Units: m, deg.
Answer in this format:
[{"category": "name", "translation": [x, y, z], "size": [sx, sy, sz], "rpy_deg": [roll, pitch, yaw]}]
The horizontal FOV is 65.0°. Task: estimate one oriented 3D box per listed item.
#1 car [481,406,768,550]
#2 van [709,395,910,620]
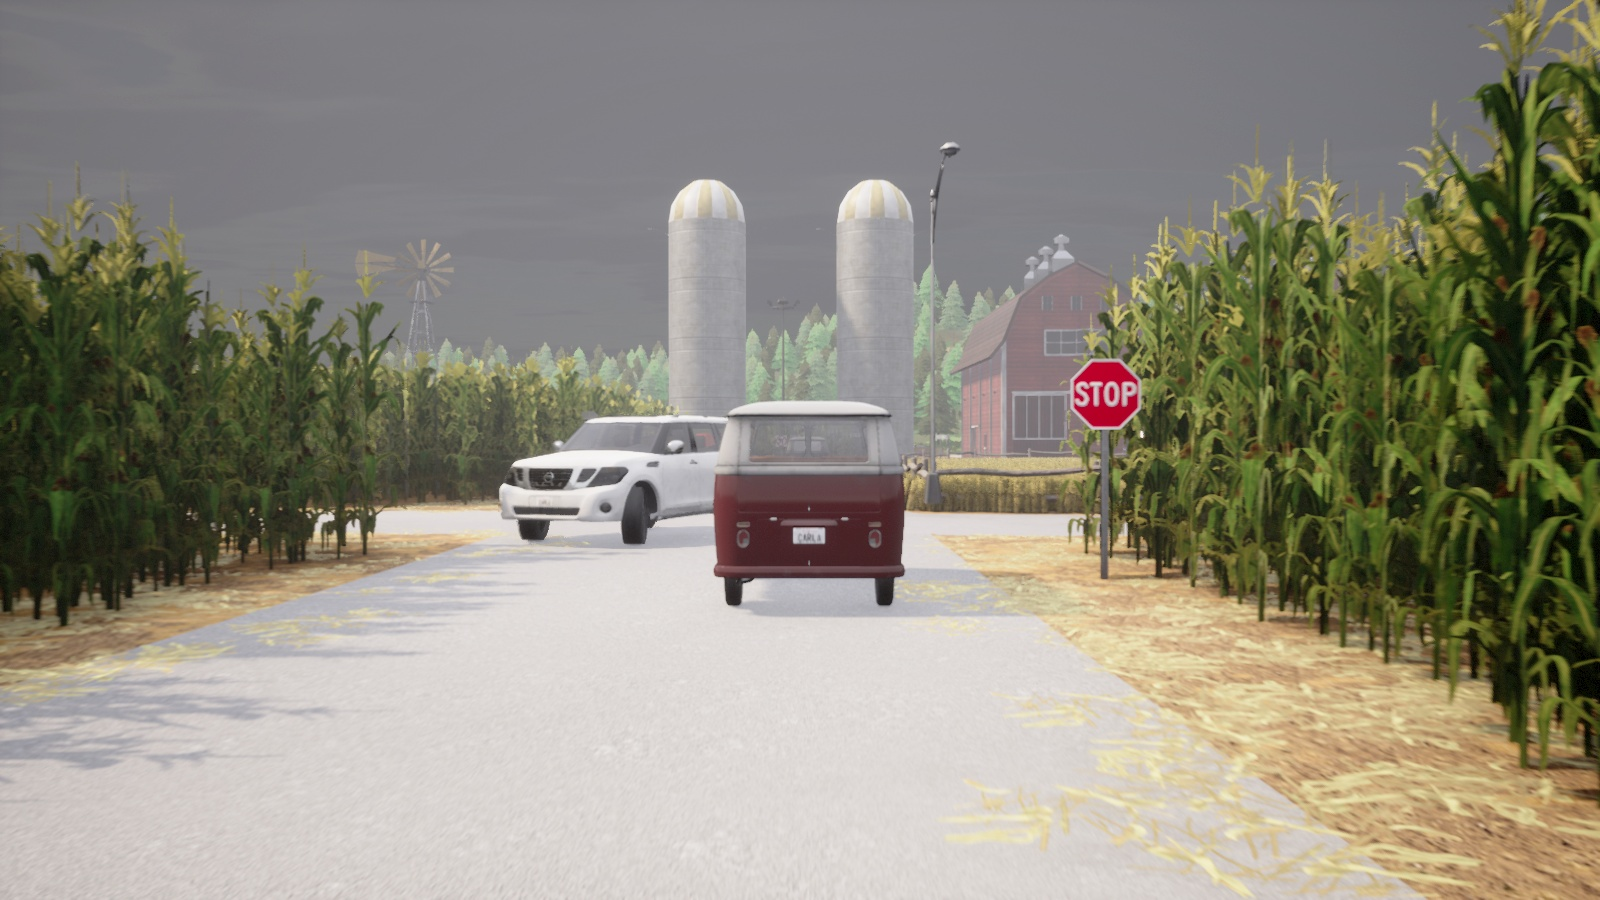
[{"category": "car", "translation": [-2.658, 0.402, 20.816], "size": [2.150, 2.045, 5.566], "rpy_deg": [0, 0, 23]}, {"category": "van", "translation": [0.091, 0.490, 13.296], "size": [1.775, 1.987, 4.442], "rpy_deg": [0, 0, 0]}]
